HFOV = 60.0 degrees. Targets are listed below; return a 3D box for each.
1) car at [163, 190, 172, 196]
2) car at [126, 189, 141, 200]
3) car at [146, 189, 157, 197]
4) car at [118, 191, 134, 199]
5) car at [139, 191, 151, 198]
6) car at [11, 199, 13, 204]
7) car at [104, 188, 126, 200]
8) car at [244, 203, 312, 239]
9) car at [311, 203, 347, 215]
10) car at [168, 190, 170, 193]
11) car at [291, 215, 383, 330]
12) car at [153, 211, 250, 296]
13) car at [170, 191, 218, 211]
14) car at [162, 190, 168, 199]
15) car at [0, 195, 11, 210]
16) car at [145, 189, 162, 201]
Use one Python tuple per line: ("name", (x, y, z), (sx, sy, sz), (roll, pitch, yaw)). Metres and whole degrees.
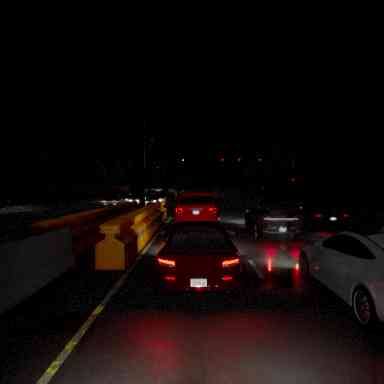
("car", (-6.319, 0.272, 86.233), (2.033, 1.411, 5.357), (0, 1, 0))
("car", (-10.104, 0.686, 60.325), (1.994, 1.385, 4.181), (0, 1, 1))
("car", (-9.866, 0.172, 80.619), (2.097, 1.767, 4.553), (0, 1, 0))
("car", (-13.470, 0.552, 68.178), (2.033, 1.411, 5.357), (0, 1, 0))
("car", (-9.952, 0.523, 70.401), (1.994, 1.385, 4.181), (0, 1, 0))
("car", (-22.709, 0.706, 36.369), (5.566, 2.045, 2.150), (0, 1, -1))
("car", (-13.635, 0.378, 58.040), (2.150, 2.045, 5.566), (0, 1, 1))
("car", (3.694, 1.282, 15.876), (2.128, 1.511, 4.902), (0, 1, 0))
("car", (7.219, 1.308, 18.961), (1.994, 1.385, 4.181), (0, 1, 0))
("car", (-6.407, 0.246, 75.679), (2.097, 1.767, 4.553), (0, 1, 0))
("car", (3.629, 1.455, 6.628), (1.812, 1.442, 4.674), (0, 1, 0))
("car", (0.141, 1.431, 8.264), (1.812, 1.442, 4.674), (0, 1, 0))
("car", (0.204, 0.983, 17.861), (2.150, 2.045, 5.566), (0, 1, 1))
("car", (-6.526, 0.533, 65.663), (2.128, 1.511, 4.902), (0, 1, 1))
("car", (-20.662, 1.023, 32.197), (5.008, 1.535, 1.882), (0, 1, 10))
("car", (-6.647, 0.707, 56.397), (1.812, 1.442, 4.674), (0, 1, 1))
